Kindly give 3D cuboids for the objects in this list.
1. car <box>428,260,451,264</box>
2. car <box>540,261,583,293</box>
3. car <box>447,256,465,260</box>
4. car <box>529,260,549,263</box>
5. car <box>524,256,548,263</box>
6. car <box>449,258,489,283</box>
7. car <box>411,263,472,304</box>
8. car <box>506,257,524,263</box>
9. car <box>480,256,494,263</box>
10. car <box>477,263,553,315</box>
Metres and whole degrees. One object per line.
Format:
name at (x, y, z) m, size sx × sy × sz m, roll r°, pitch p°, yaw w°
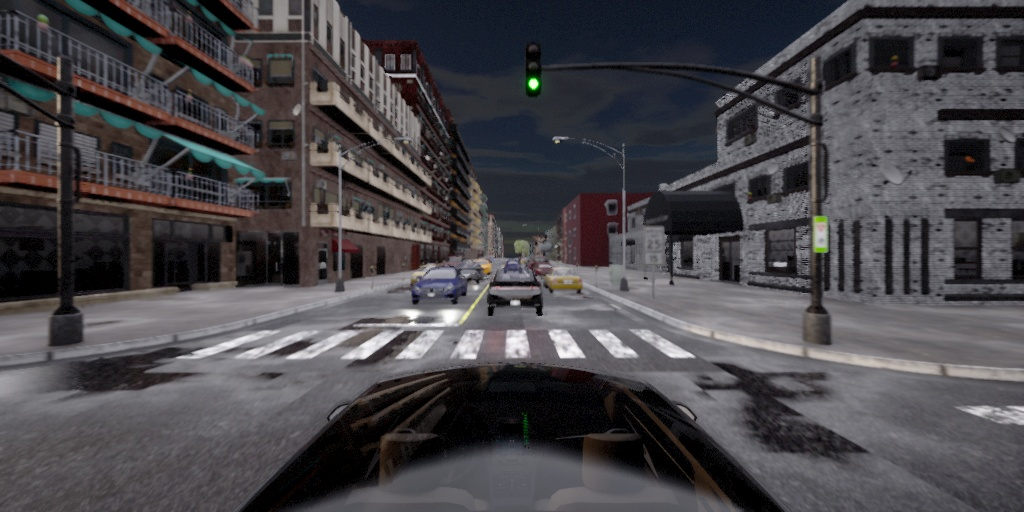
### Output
car at (-5.685, 1.194, 24.777) m, size 1.751 × 1.417 × 4.829 m, roll 0°, pitch 0°, yaw 0°
car at (2.695, 1.187, 19.576) m, size 1.751 × 1.417 × 4.829 m, roll 0°, pitch 0°, yaw 0°
car at (-5.681, 0.944, 36.026) m, size 2.192 × 1.841 × 5.009 m, roll 0°, pitch 0°, yaw 0°
car at (2.698, 1.203, 30.485) m, size 1.802 × 1.307 × 4.207 m, roll 0°, pitch 0°, yaw 0°
car at (2.699, 0.917, 36.024) m, size 2.192 × 1.841 × 5.009 m, roll 0°, pitch 0°, yaw 0°
car at (-3.078, 1.148, 25.966) m, size 2.128 × 1.511 × 4.902 m, roll 0°, pitch 0°, yaw 0°
car at (-3.087, 1.219, 16.062) m, size 1.812 × 1.442 × 4.674 m, roll 0°, pitch 0°, yaw 0°
car at (0.094, 1.126, 39.231) m, size 1.812 × 1.442 × 4.674 m, roll 0°, pitch 0°, yaw 0°
car at (-3.070, 1.099, 35.972) m, size 1.882 × 1.535 × 5.008 m, roll 0°, pitch 0°, yaw 0°
car at (0.099, 1.184, 13.206) m, size 2.128 × 1.511 × 4.902 m, roll 0°, pitch 0°, yaw 0°
